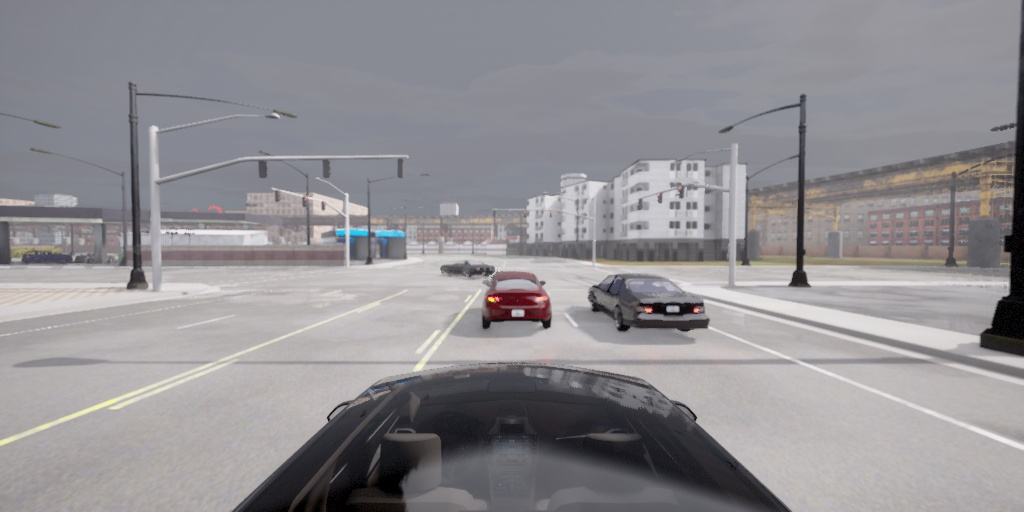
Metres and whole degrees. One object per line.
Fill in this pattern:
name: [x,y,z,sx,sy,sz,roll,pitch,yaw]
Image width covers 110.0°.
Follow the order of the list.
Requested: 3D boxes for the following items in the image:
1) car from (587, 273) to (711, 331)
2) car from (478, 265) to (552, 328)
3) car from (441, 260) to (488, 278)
car: [3.599,1.203,10.528,2.033,1.411,5.357,0,1,0]
car: [0.089,1.174,10.821,1.812,1.442,4.674,0,0,-1]
car: [-3.526,0.927,27.509,1.895,1.301,4.718,-1,2,-42]
